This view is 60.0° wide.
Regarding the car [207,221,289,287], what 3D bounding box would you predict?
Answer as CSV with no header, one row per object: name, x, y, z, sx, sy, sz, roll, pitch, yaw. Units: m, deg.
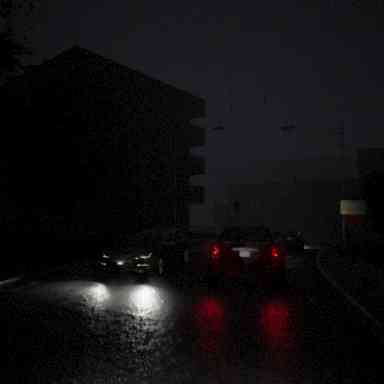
car,1.864,1.820,10.805,2.097,1.767,4.553,0,-5,13

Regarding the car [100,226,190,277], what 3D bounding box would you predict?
car,-1.442,2.025,12.031,1.837,1.490,4.892,-1,-5,16

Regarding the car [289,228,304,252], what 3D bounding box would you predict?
car,5.785,2.953,20.944,1.994,1.385,4.181,-1,-5,27
